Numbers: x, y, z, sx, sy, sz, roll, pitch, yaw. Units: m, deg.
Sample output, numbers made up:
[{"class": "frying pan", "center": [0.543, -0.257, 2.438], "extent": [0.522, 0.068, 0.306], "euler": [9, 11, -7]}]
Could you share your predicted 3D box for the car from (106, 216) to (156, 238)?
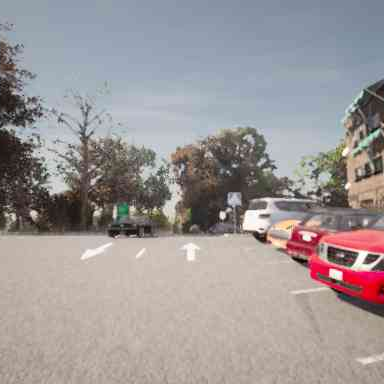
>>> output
[{"class": "car", "center": [-3.595, 2.107, 20.394], "extent": [1.895, 1.301, 4.718], "euler": [-1, -5, 6]}]

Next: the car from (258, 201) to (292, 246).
[{"class": "car", "center": [5.293, 1.404, 13.303], "extent": [4.553, 1.767, 2.185], "euler": [2, -3, -21]}]

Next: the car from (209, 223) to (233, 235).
[{"class": "car", "center": [3.769, 4.217, 37.820], "extent": [1.994, 1.385, 4.181], "euler": [-4, -9, 39]}]

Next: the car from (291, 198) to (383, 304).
[{"class": "car", "center": [5.301, 1.238, 7.228], "extent": [5.566, 2.045, 2.435], "euler": [1, 0, -20]}]

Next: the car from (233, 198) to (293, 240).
[{"class": "car", "center": [5.208, 1.398, 16.256], "extent": [5.566, 2.045, 2.435], "euler": [2, -5, -20]}]

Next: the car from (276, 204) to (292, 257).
[{"class": "car", "center": [5.271, 1.365, 10.279], "extent": [4.553, 1.767, 2.185], "euler": [1, -1, -21]}]
